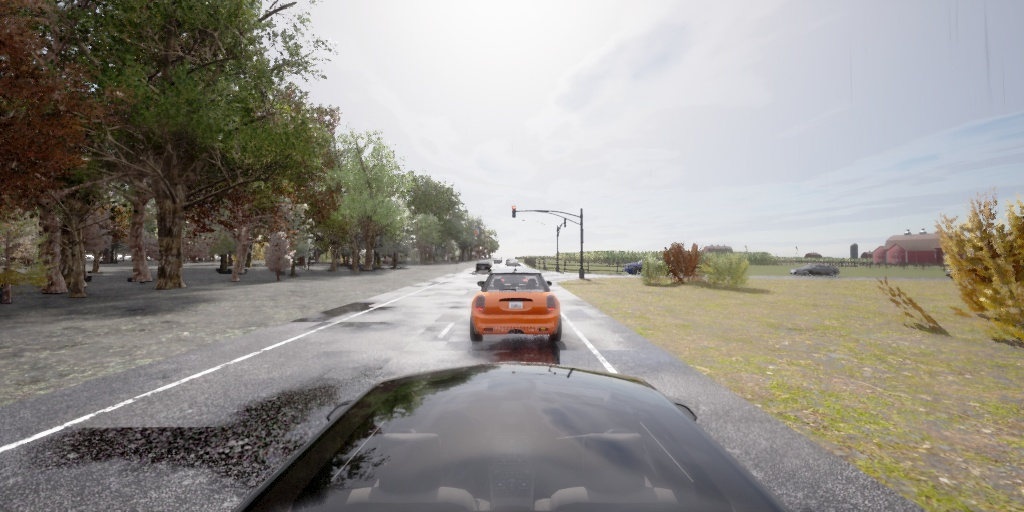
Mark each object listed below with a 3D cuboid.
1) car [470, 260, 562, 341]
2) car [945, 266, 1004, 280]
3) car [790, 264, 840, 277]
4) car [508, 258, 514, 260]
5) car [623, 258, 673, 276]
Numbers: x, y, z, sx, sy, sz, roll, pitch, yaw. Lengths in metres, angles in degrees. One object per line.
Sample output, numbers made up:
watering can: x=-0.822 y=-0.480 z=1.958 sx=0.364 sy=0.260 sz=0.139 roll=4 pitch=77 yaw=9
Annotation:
car: x=0.079 y=1.104 z=9.993 sx=2.097 sy=1.767 sz=4.553 roll=0 pitch=0 yaw=0
car: x=48.883 y=1.772 z=37.669 sx=4.902 sy=1.511 sz=2.128 roll=1 pitch=-1 yaw=1
car: x=34.835 y=1.679 z=41.319 sx=4.902 sy=1.511 sz=2.128 roll=1 pitch=-1 yaw=0
car: x=0.111 y=1.319 z=54.675 sx=1.994 sy=1.385 sz=4.181 roll=0 pitch=0 yaw=-4
car: x=15.783 y=1.203 z=41.448 sx=5.566 sy=2.045 sz=2.150 roll=1 pitch=-1 yaw=2
